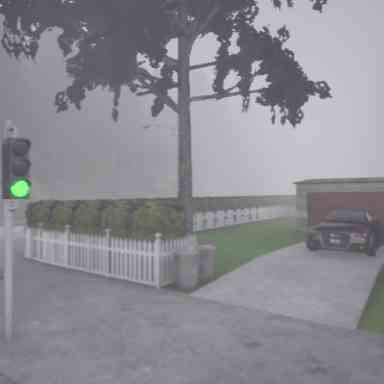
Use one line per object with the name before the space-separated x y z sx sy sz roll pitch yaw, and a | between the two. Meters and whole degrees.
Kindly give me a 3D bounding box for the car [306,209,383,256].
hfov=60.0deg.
car | 5.502 1.314 11.722 1.994 1.381 4.181 0 0 36
